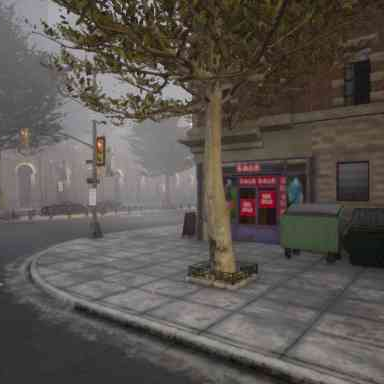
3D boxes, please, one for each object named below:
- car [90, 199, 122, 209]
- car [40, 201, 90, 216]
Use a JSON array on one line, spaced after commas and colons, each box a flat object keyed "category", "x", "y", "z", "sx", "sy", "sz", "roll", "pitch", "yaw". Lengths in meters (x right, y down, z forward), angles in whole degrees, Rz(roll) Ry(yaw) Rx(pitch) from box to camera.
[{"category": "car", "x": -11.936, "y": 1.595, "z": 45.181, "sx": 1.895, "sy": 1.301, "sz": 4.718, "roll": 0, "pitch": 0, "yaw": 36}, {"category": "car", "x": -12.701, "y": 1.564, "z": 32.894, "sx": 1.994, "sy": 1.385, "sz": 4.181, "roll": 0, "pitch": 0, "yaw": 36}]
